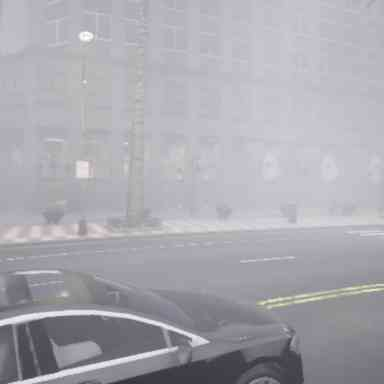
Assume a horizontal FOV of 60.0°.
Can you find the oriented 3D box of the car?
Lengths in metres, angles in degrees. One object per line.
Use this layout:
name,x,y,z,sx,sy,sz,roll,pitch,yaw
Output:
car,-1.154,1.461,2.802,4.902,1.511,2.128,0,1,-31
